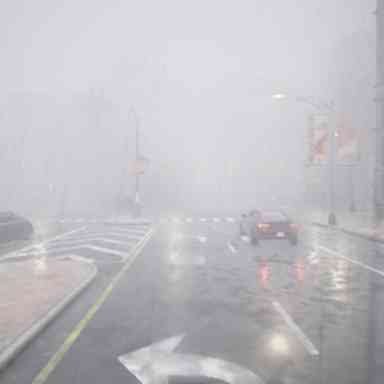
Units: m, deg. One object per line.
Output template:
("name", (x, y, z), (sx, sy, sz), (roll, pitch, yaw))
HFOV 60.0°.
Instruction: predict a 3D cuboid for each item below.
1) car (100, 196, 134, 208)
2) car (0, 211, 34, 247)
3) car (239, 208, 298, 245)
("car", (-9.799, 1.246, 43.269), (4.902, 1.511, 2.128), (0, 0, 33))
("car", (-8.294, 1.501, 13.691), (1.994, 1.385, 4.181), (0, 0, -1))
("car", (3.313, 1.422, 14.898), (1.812, 1.442, 4.674), (0, 0, -1))
